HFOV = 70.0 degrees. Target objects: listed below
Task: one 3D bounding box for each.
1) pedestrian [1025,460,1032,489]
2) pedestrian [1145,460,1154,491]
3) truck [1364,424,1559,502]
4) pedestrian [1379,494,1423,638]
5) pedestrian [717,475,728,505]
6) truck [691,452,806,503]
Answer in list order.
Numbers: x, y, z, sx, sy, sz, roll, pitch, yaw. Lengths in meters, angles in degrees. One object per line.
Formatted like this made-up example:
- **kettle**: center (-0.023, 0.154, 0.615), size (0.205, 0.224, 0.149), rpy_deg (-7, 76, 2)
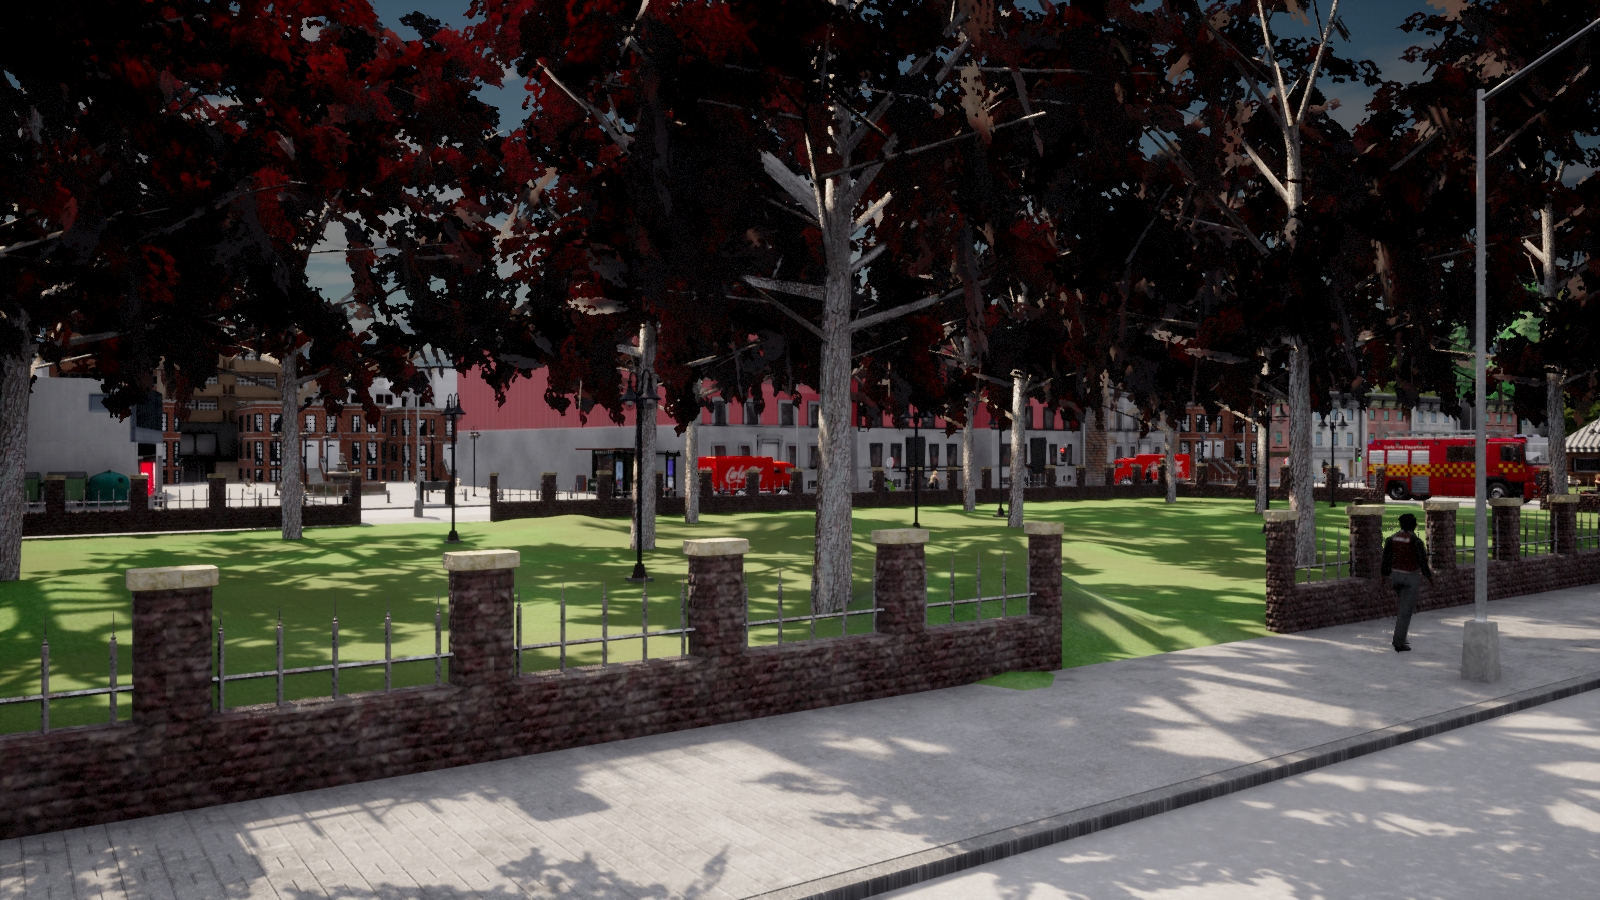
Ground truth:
- **pedestrian**: center (14.750, 1.607, 73.716), size (0.375, 1.860, 0.375), rpy_deg (0, 0, 22)
- **pedestrian**: center (20.846, 1.502, 68.136), size (0.375, 1.860, 0.375), rpy_deg (0, 0, -33)
- **truck**: center (34.631, 0.645, 60.204), size (2.891, 3.827, 8.468), rpy_deg (0, 0, -34)
- **pedestrian**: center (7.942, 1.518, 15.107), size (0.375, 1.860, 0.375), rpy_deg (0, 0, -29)
- **pedestrian**: center (-3.495, 1.793, 51.374), size (0.375, 1.300, 0.375), rpy_deg (0, 0, -35)
- **truck**: center (-2.582, 1.335, 57.891), size (5.204, 2.467, 2.627), rpy_deg (0, 0, -35)
